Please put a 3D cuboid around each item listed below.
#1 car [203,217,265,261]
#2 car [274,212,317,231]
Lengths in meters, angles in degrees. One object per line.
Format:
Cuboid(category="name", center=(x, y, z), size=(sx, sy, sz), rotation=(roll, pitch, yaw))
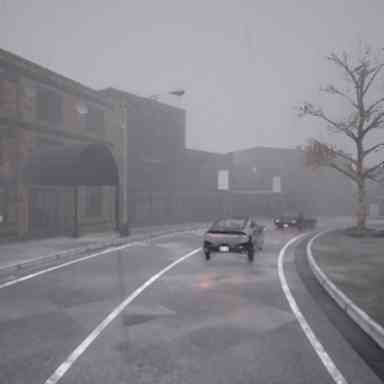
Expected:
Cuboid(category="car", center=(1.824, 1.762, 13.524), size=(2.128, 1.511, 4.902), rotation=(0, -1, 18))
Cuboid(category="car", center=(8.218, 2.234, 26.107), size=(1.895, 1.301, 4.718), rotation=(0, -1, 37))
